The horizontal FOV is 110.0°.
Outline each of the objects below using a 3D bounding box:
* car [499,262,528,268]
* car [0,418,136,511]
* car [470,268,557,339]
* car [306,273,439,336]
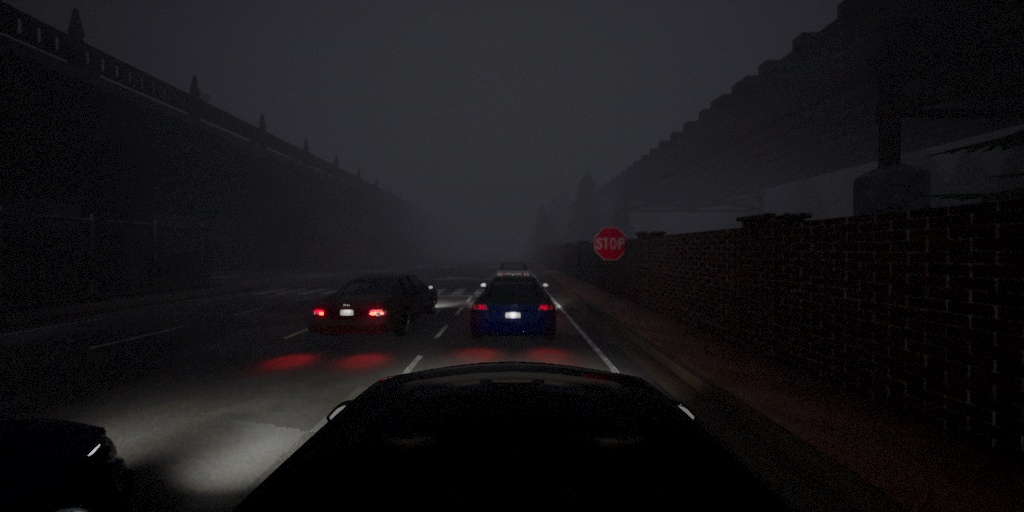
[{"bbox_3d":[0.098,1.055,22.486,1.895,1.301,4.718,0,1,1],"label":"car"},{"bbox_3d":[-3.396,1.295,0.354,1.812,1.442,4.674,0,1,0],"label":"car"},{"bbox_3d":[0.063,1.201,9.629,1.994,1.385,4.181,0,1,1],"label":"car"},{"bbox_3d":[-3.420,1.181,9.926,2.033,1.411,5.357,0,1,0],"label":"car"}]
